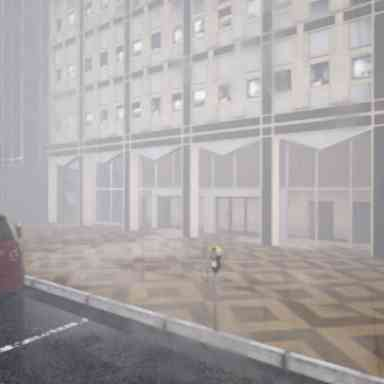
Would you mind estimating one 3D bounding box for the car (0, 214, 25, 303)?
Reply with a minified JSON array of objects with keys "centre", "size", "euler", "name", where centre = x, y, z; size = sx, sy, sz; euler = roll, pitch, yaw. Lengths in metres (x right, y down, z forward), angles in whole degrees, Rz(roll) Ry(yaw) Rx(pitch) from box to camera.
[{"centre":[-5.376,1.251,6.712],"size":[5.009,1.841,2.192],"euler":[1,0,35],"name":"car"}]
